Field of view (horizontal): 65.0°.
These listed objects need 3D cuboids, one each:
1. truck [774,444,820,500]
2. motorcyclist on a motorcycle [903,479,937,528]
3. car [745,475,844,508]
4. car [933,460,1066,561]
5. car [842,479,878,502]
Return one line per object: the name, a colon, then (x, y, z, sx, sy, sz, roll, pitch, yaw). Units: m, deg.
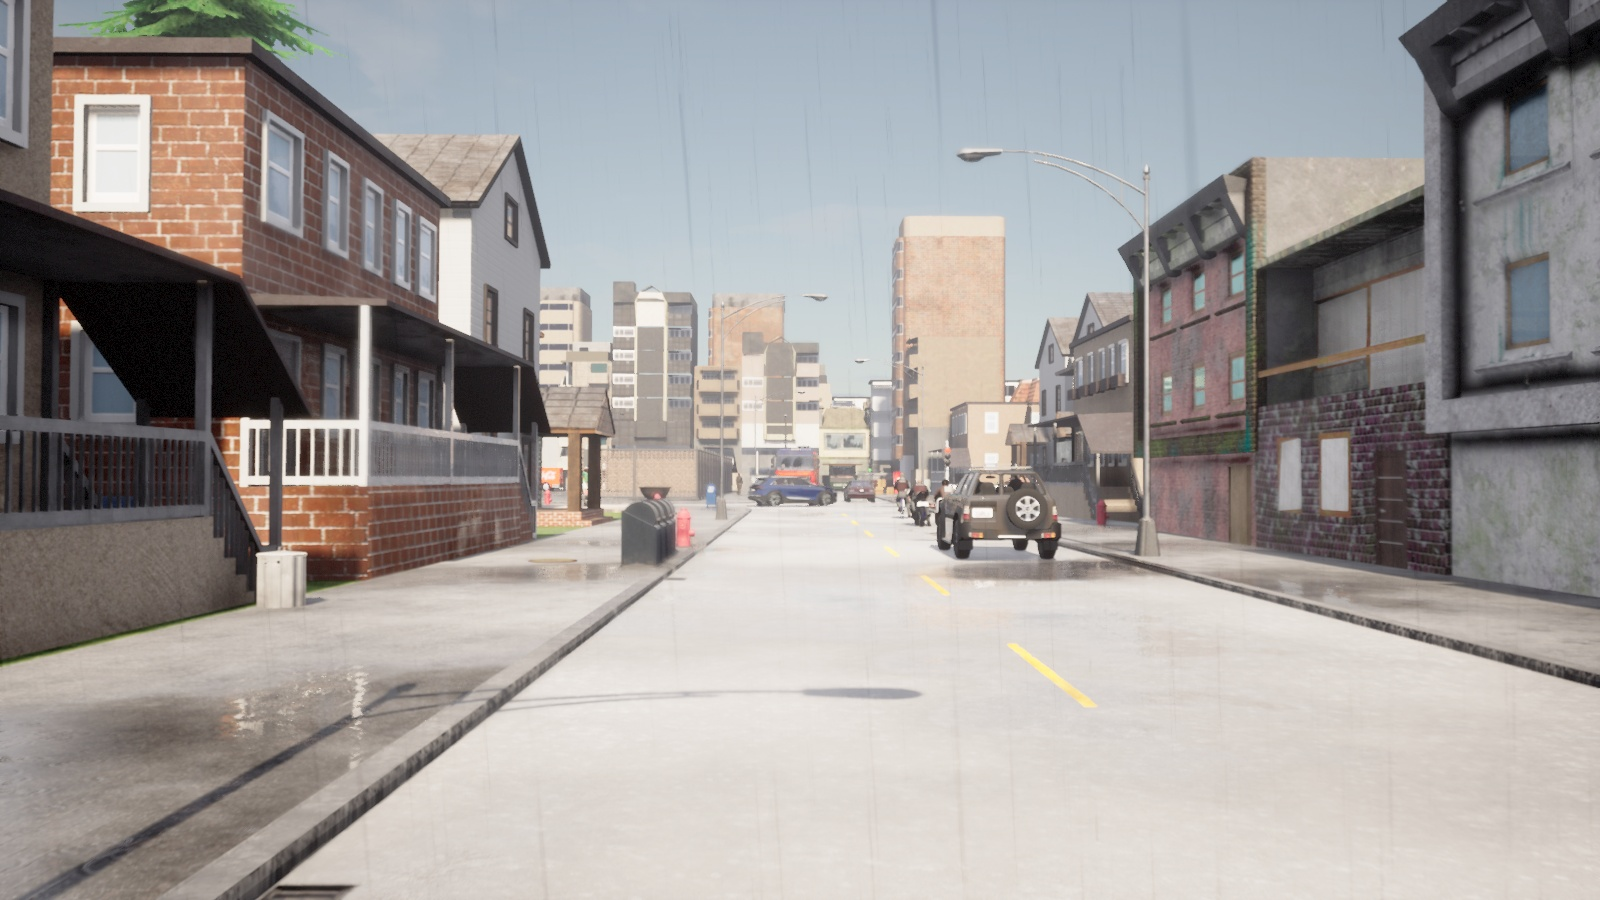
truck: (-0.165, 1.585, 90.415, 2.891, 3.827, 8.468, 0, -1, 3)
motorcyclist on a motorcycle: (3.891, 1.712, 40.812, 0.866, 1.530, 2.191, 0, -1, 0)
car: (-0.301, 2.181, 66.948, 4.856, 1.649, 2.033, 0, -1, -22)
car: (3.932, 1.168, 25.542, 1.932, 1.855, 4.605, 0, -1, 0)
car: (3.814, 2.574, 80.673, 2.033, 1.411, 5.357, 0, -1, -1)
